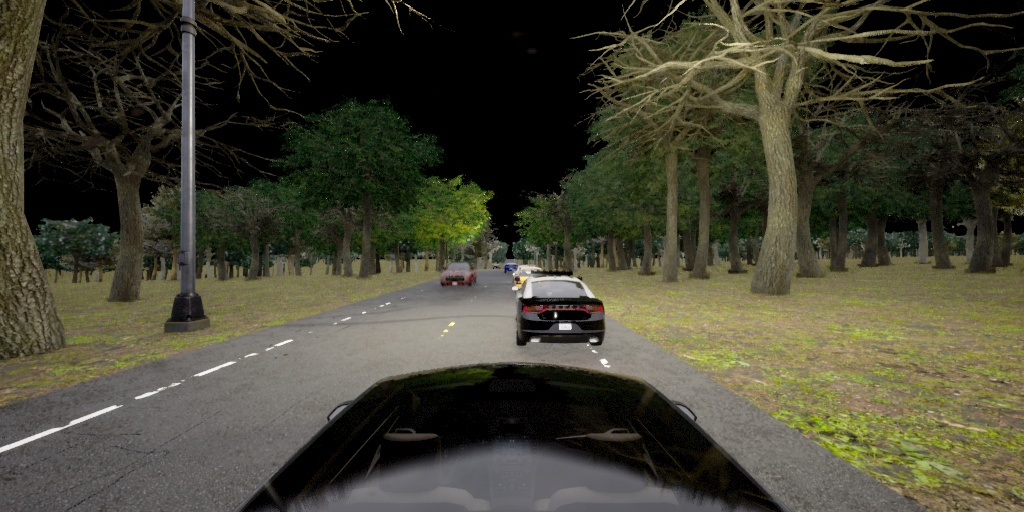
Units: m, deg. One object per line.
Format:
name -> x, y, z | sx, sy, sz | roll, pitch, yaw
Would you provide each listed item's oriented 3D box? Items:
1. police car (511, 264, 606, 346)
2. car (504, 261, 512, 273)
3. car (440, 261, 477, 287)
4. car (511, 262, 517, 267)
police car -> 1.036, 1.185, 9.588 | 1.930, 1.638, 5.238 | 0, 0, 0
car -> -0.065, 1.508, 48.904 | 1.882, 1.535, 5.008 | 0, -1, 0
car -> -3.645, 1.181, 25.119 | 2.097, 1.767, 4.553 | 0, 0, 0
car -> 1.016, 1.255, 19.670 | 1.801, 1.575, 5.366 | 0, 0, 0
